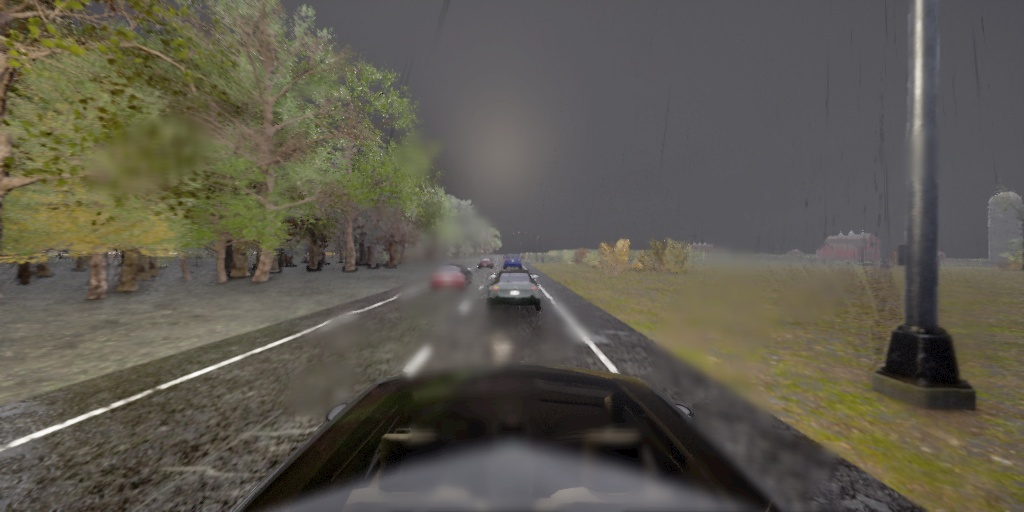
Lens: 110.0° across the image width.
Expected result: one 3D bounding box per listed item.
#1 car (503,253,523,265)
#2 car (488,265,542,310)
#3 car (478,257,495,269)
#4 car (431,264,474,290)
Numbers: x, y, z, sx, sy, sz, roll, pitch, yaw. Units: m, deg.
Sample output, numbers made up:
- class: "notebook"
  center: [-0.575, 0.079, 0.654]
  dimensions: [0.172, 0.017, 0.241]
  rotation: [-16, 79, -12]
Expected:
- class: "car"
  center: [0.094, 0.640, 42.868]
  dimensions: [2.150, 2.045, 5.566]
  rotation: [0, 0, 0]
- class: "car"
  center: [0.098, 1.215, 14.226]
  dimensions: [1.994, 1.385, 4.181]
  rotation: [0, 0, 0]
- class: "car"
  center: [-3.407, 0.905, 47.692]
  dimensions: [1.812, 1.442, 4.674]
  rotation: [0, 0, 0]
- class: "car"
  center: [-3.403, 1.163, 20.950]
  dimensions: [1.994, 1.385, 4.181]
  rotation: [0, 0, 0]
